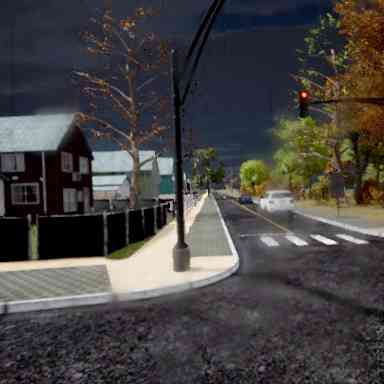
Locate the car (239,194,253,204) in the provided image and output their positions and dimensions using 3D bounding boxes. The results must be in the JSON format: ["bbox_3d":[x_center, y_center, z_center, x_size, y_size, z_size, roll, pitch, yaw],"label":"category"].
[{"bbox_3d":[8.587,1.105,53.215,2.033,1.411,5.357,-2,0,3],"label":"car"}]

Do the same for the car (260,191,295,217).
[{"bbox_3d":[7.265,0.938,28.700,2.150,2.045,5.566,-2,0,4],"label":"car"}]
